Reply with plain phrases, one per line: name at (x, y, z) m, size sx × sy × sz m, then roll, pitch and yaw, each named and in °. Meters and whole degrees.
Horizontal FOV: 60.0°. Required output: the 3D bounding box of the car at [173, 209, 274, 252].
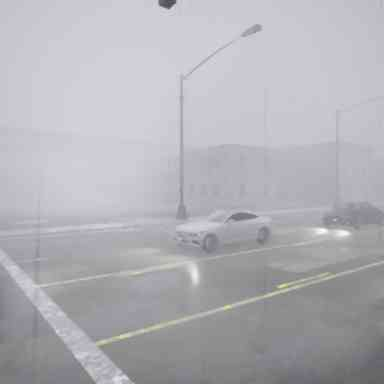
car at (1.420, 1.437, 13.667) m, size 4.674 × 1.442 × 1.812 m, roll -1°, pitch 0°, yaw -36°

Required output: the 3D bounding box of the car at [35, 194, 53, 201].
car at (-36.195, 1.576, 83.602) m, size 4.974 × 1.542 × 2.038 m, roll 0°, pitch 0°, yaw 24°

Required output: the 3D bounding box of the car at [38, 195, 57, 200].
car at (-36.243, 1.419, 83.623) m, size 4.536 × 1.218 × 1.853 m, roll 0°, pitch 0°, yaw 24°

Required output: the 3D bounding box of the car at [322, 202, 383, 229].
car at (9.489, 1.309, 19.498) m, size 4.181 × 1.385 × 1.994 m, roll -1°, pitch 1°, yaw -36°

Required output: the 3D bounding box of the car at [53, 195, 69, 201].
car at (-32.465, 1.566, 83.700) m, size 2.038 × 1.542 × 4.974 m, roll 0°, pitch 0°, yaw -6°

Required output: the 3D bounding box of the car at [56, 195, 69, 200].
car at (-32.471, 1.409, 83.751) m, size 1.853 × 1.218 × 4.536 m, roll 0°, pitch 0°, yaw -6°
